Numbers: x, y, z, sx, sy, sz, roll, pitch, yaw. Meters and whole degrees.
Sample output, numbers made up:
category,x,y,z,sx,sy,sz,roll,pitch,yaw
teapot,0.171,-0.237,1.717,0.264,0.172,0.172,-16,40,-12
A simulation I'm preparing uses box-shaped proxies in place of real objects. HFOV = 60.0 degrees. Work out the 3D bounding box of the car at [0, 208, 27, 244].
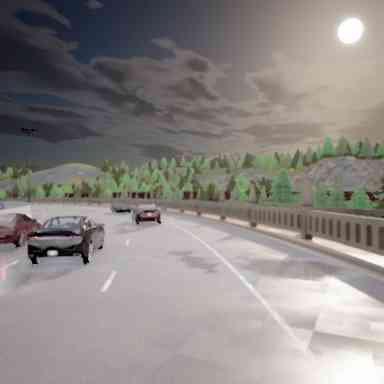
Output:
category,x,y,z,sx,sy,sz,roll,pitch,yaw
car,-8.361,1.690,15.355,1.812,1.442,4.674,0,0,-9

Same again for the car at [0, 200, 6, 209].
category,x,y,z,sx,sy,sz,roll,pitch,yaw
car,-23.466,1.784,39.637,2.097,1.767,4.553,0,0,-26

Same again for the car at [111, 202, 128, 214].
category,x,y,z,sx,sy,sz,roll,pitch,yaw
car,-8.991,1.936,41.971,1.994,1.385,4.181,0,0,-23

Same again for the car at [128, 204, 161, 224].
category,x,y,z,sx,sy,sz,roll,pitch,yaw
car,-3.749,1.732,27.025,2.163,1.488,4.792,0,0,-15

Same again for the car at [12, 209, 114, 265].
category,x,y,z,sx,sy,sz,roll,pitch,yaw
car,-4.381,1.610,12.222,2.128,1.511,4.902,0,0,-6
